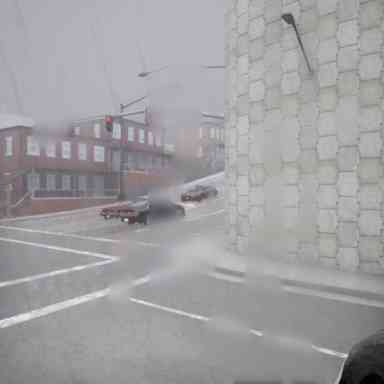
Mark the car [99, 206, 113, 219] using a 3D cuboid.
[{"bbox_3d":[-4.542,1.187,24.715,1.895,1.301,4.718,0,5,35],"label":"car"}]

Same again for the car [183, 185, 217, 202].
[{"bbox_3d":[0.691,0.077,32.100,1.994,1.385,4.181,0,9,36],"label":"car"}]

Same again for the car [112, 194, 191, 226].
[{"bbox_3d":[-2.426,1.214,21.348,1.837,1.490,4.892,0,4,36],"label":"car"}]

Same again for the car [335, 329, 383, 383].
[{"bbox_3d":[3.327,1.492,1.591,4.902,1.511,2.128,0,0,36],"label":"car"}]
